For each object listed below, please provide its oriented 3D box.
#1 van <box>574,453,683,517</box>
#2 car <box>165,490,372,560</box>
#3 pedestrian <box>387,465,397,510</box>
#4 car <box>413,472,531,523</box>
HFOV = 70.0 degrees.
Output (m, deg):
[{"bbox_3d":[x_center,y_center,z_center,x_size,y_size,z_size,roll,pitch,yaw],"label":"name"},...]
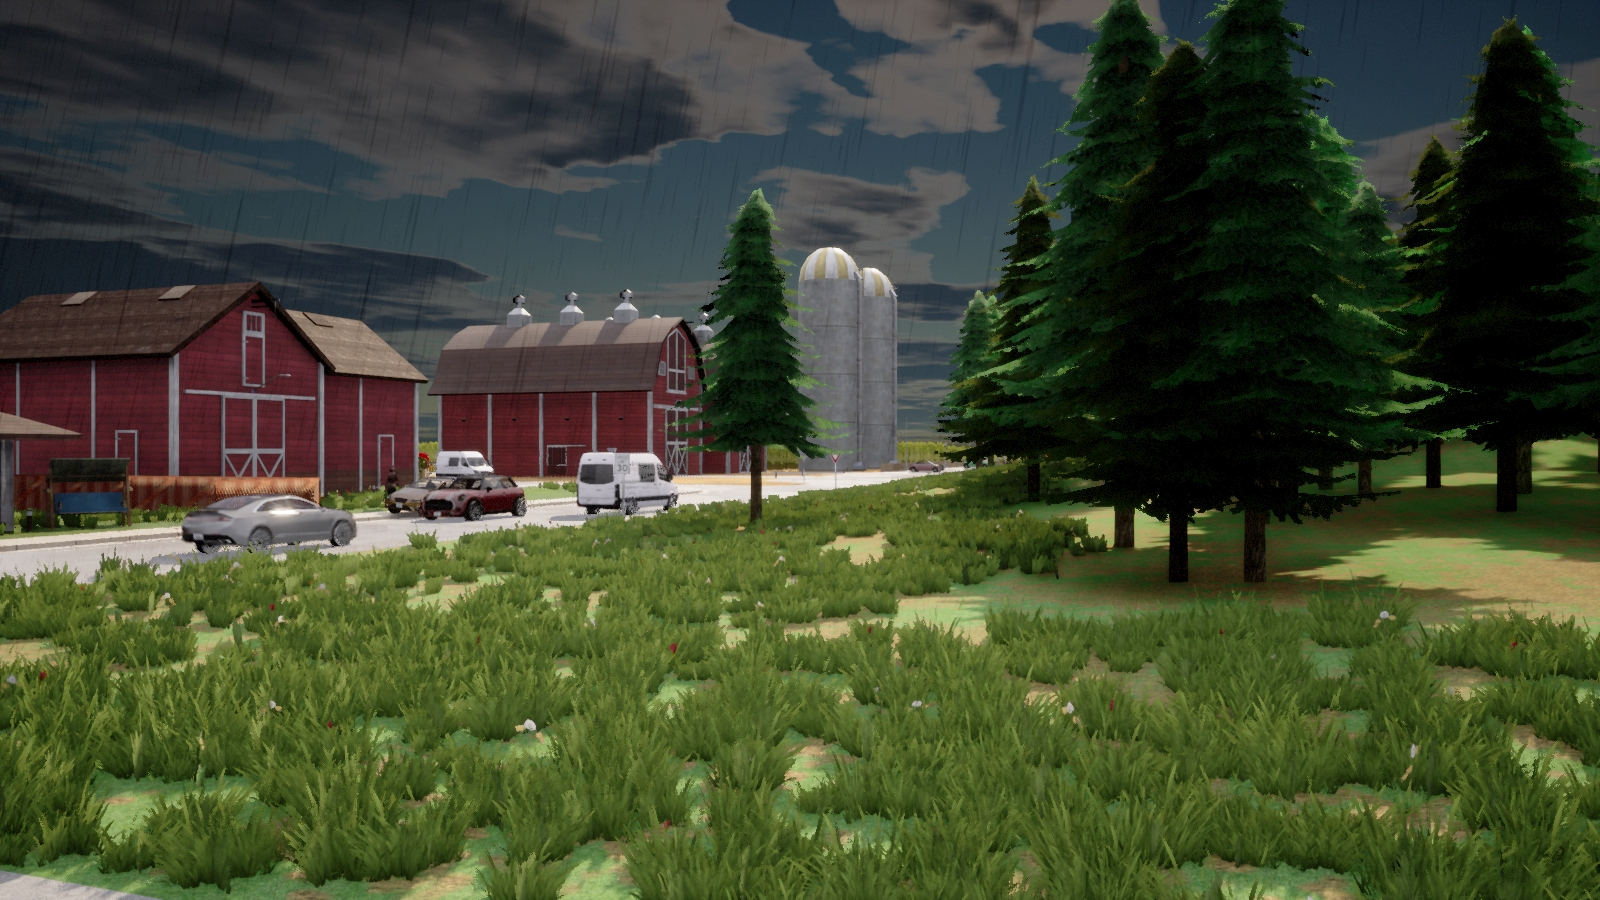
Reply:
[{"bbox_3d":[-7.187,1.394,48.612,1.988,2.561,5.915,0,0,20],"label":"van"},{"bbox_3d":[-13.875,1.907,30.198,2.128,1.511,4.902,0,0,20],"label":"car"},{"bbox_3d":[-16.911,1.555,47.331,0.375,1.860,0.375,0,0,-21],"label":"pedestrian"},{"bbox_3d":[-12.558,1.766,44.079,2.097,1.767,4.553,0,0,20],"label":"car"}]
